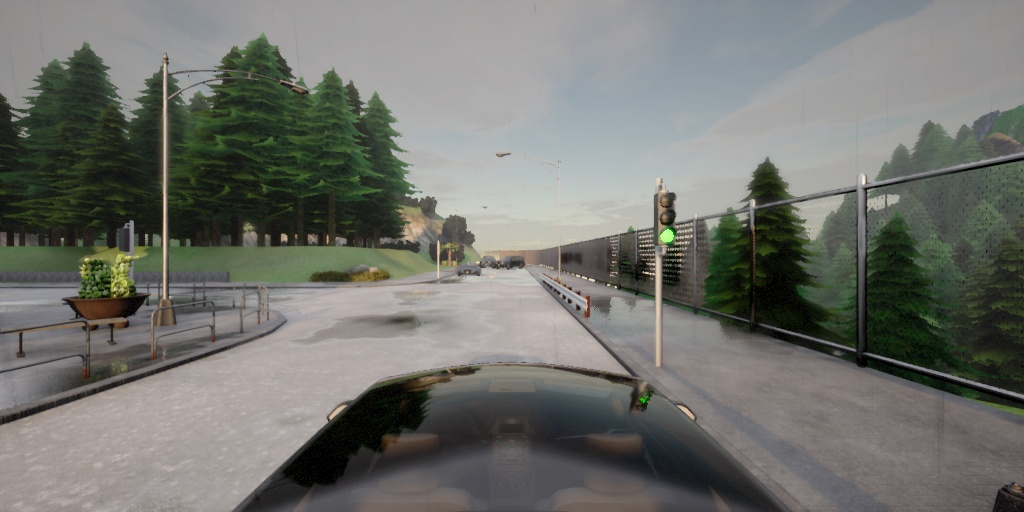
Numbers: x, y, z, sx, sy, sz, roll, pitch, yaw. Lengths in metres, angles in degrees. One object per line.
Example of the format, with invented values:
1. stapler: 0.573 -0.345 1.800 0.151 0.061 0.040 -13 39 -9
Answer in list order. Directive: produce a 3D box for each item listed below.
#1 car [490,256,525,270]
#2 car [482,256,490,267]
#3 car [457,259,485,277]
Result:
1. car: -0.259 0.966 52.967 2.150 2.045 5.566 0 0 35
2. car: -3.815 0.971 57.629 2.150 2.045 5.566 0 0 3
3. car: -4.098 1.313 35.012 1.994 1.385 4.181 0 0 0
